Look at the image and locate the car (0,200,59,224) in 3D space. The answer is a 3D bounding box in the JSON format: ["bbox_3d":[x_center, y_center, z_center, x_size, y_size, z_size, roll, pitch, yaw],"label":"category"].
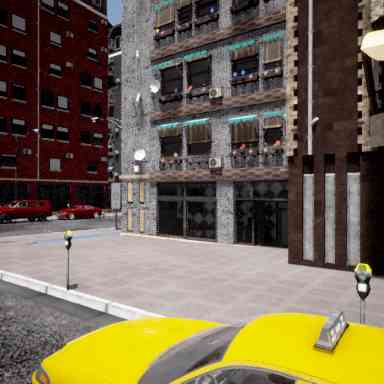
[{"bbox_3d":[-14.179,1.591,27.655,2.192,1.841,5.009,-1,-2,35],"label":"car"}]

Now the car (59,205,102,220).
[{"bbox_3d":[-10.884,1.923,32.295,1.887,1.381,4.507,-1,-2,35],"label":"car"}]

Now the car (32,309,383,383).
[{"bbox_3d":[0.718,1.525,2.362,4.829,1.417,1.752,0,0,36],"label":"car"}]
